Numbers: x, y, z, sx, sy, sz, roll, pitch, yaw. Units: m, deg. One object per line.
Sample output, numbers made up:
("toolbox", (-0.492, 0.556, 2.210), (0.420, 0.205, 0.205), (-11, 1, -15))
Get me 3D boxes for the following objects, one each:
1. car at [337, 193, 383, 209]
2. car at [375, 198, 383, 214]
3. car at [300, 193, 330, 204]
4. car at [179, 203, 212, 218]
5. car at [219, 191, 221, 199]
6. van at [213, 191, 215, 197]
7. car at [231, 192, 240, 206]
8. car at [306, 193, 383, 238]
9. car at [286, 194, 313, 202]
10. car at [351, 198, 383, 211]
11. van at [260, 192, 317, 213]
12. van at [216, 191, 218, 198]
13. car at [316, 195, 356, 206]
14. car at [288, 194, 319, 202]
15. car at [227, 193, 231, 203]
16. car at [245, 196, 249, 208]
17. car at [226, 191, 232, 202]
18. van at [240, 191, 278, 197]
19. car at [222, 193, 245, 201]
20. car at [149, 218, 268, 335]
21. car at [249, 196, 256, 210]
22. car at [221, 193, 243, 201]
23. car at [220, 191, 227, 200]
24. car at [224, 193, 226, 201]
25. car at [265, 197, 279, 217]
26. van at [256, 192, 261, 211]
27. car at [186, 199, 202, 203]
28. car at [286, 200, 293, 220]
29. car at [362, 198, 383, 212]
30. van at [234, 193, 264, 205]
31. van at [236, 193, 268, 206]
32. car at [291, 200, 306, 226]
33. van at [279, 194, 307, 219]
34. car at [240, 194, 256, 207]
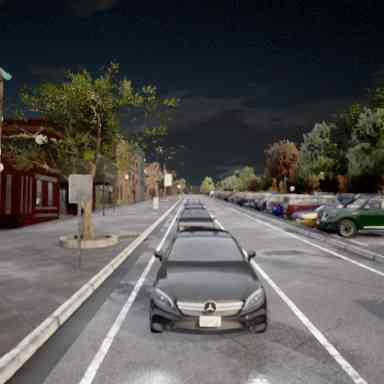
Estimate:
("car", (22.118, 1.160, 43.089), (5.566, 2.045, 2.435), (0, 0, 0))
("car", (22.396, 1.450, 34.763), (5.366, 1.575, 1.946), (0, 0, 0))
("car", (22.048, 1.146, 59.746), (4.553, 1.767, 2.185), (0, 0, 0))
("car", (0.181, 1.535, 17.500), (2.033, 1.411, 5.357), (0, 0, 0))
("car", (8.847, 0.950, 67.597), (5.566, 2.045, 2.435), (0, 1, 0))
("van", (8.584, 0.779, 90.021), (4.442, 1.987, 1.878), (0, 1, 0))
("car", (9.000, 1.121, 47.975), (5.566, 2.045, 2.435), (0, 1, 0))
("car", (9.240, 1.224, 17.133), (5.566, 2.045, 2.435), (0, 0, 0))
("car", (21.958, 1.200, 68.073), (4.892, 1.521, 2.231), (0, 1, 0))
("car", (22.197, 1.458, 40.316), (4.792, 1.488, 2.163), (0, 0, 0))
("van", (9.043, 1.235, 31.152), (4.442, 1.987, 1.878), (0, 0, 0))
("van", (8.672, 0.877, 78.809), (4.442, 1.987, 1.878), (0, 0, 0))
("car", (22.268, 1.341, 51.420), (5.366, 1.575, 1.946), (0, 1, 0))
("car", (21.788, 1.220, 65.295), (5.366, 1.575, 1.946), (0, 0, 0))
("car", (8.956, 1.300, 56.387), (4.892, 1.521, 2.231), (0, 1, 0))
("car", (9.091, 1.472, 39.566), (4.674, 1.452, 2.002), (0, 0, 0))
("car", (8.972, 1.149, 59.189), (4.553, 1.767, 2.185), (0, 1, 0))
("van", (9.167, 1.171, 45.176), (4.442, 1.987, 1.878), (0, 0, 0))
("car", (8.822, 1.051, 70.401), (4.553, 1.767, 2.185), (0, 0, 0))
("car", (0.248, 1.525, 6.921), (1.812, 1.442, 4.674), (0, 0, 0))
("car", (9.145, 1.476, 36.758), (4.792, 1.488, 2.163), (0, 0, 0))
("car", (8.800, 1.026, 73.205), (4.553, 1.767, 2.185), (0, 0, 0))
("car", (8.869, 0.974, 64.794), (5.566, 2.045, 2.435), (0, 1, 0))
("car", (8.916, 1.290, 61.994), (4.674, 1.452, 2.002), (0, 0, 0))
("car", (9.176, 1.465, 28.346), (5.008, 1.535, 2.097), (0, 0, 0))
("van", (9.254, 1.228, 33.955), (4.442, 1.987, 1.878), (0, 0, 0))
("car", (0.188, 1.441, 31.881), (2.128, 1.511, 4.902), (0, 0, 0))
("car", (9.227, 1.510, 22.740), (4.674, 1.452, 2.002), (0, 0, 0))
("car", (22.160, 1.475, 37.533), (4.792, 1.488, 2.163), (0, 0, 0))
("van", (9.101, 1.098, 53.583), (4.442, 1.987, 1.878), (0, 1, 0))
("van", (9.123, 1.122, 50.780), (4.442, 1.987, 1.878), (0, 1, 0))
("car", (9.061, 1.469, 19.935), (5.366, 1.575, 1.946), (0, 0, 0))
("van", (9.320, 1.242, 25.544), (4.442, 1.987, 1.878), (0, 0, 0))
("car", (9.078, 1.416, 42.369), (4.892, 1.521, 2.231), (0, 0, 0))
